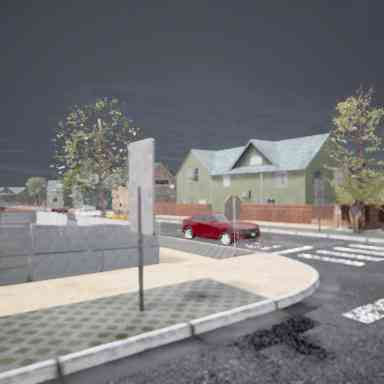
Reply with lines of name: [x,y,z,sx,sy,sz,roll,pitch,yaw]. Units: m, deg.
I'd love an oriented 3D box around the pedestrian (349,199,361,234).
pedestrian: [8.580,1.265,17.553,0.375,1.860,0.375,-3,2,-36]

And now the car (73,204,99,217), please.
car: [-14.269,2.478,44.462,1.882,1.535,5.008,-1,-1,-36]

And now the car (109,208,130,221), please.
car: [-4.930,2.042,26.364,1.882,1.535,5.008,-1,-1,-36]

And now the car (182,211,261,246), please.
car: [1.398,1.784,17.522,1.882,1.535,5.008,-1,-1,-36]

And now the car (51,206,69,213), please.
car: [-21.981,2.916,55.238,1.895,1.301,4.718,-1,-1,-35]

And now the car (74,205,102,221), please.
car: [-10.841,2.331,34.620,1.812,1.442,4.674,-1,-1,-36]
